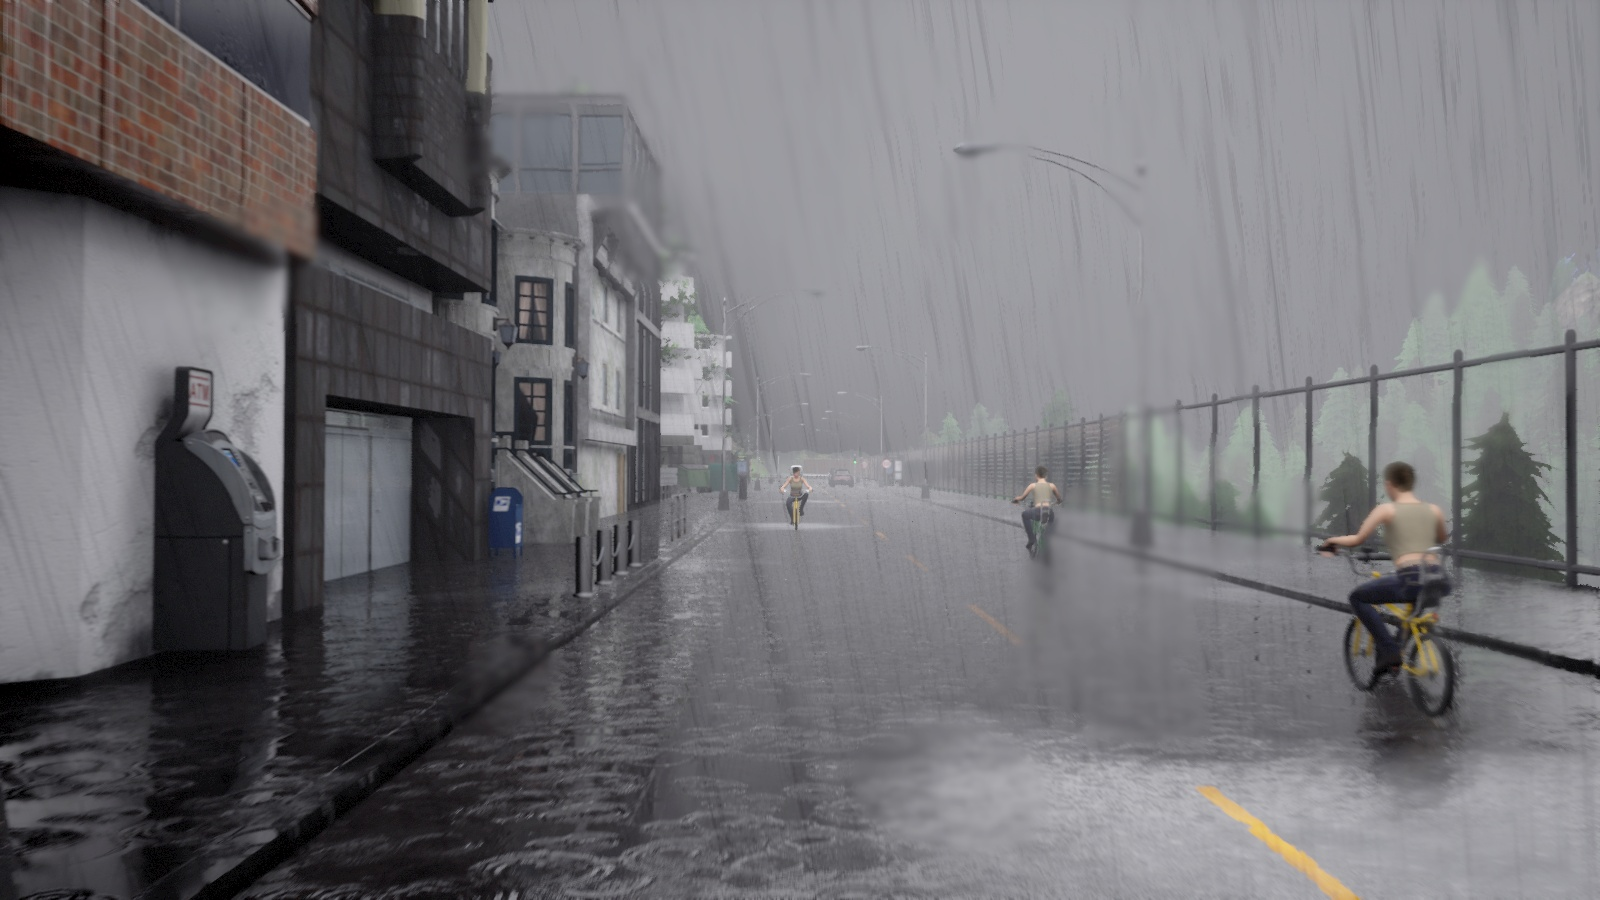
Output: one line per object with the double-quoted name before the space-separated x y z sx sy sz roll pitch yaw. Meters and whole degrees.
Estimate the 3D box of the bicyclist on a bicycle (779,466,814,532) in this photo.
"bicyclist on a bicycle" -0.083 1.224 31.690 0.866 1.612 1.509 0 -1 0

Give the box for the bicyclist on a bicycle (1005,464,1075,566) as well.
"bicyclist on a bicycle" 3.940 1.044 20.736 0.866 1.612 1.509 0 -1 0

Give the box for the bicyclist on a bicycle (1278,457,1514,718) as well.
"bicyclist on a bicycle" 3.976 0.860 8.528 0.866 1.612 1.509 0 -1 0
